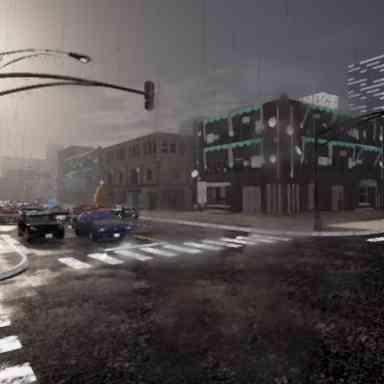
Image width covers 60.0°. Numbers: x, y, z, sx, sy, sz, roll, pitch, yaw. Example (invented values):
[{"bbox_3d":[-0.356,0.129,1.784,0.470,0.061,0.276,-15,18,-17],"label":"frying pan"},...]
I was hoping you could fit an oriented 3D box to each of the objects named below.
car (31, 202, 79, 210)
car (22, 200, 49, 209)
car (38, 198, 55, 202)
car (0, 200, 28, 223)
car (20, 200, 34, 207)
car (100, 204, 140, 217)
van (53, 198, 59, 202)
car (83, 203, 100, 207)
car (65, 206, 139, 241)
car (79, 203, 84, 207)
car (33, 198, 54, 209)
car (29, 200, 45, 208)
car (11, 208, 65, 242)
[{"bbox_3d":[-11.126,1.806,26.809,2.128,1.511,4.902,-1,0,-35],"label":"car"},{"bbox_3d":[-17.130,1.923,35.272,2.128,1.511,4.902,-1,0,-35],"label":"car"},{"bbox_3d":[-21.385,2.018,46.765,2.128,1.511,4.902,-1,0,-35],"label":"car"},{"bbox_3d":[-16.253,1.843,29.533,1.967,1.590,4.097,-2,0,-35],"label":"car"},{"bbox_3d":[-35.072,2.350,70.484,1.947,1.339,4.313,-2,0,-35],"label":"car"},{"bbox_3d":[-6.214,1.797,29.878,2.008,1.369,4.403,-2,0,-35],"label":"car"},{"bbox_3d":[-22.251,1.893,52.436,1.690,1.788,3.998,-2,0,-35],"label":"van"},{"bbox_3d":[-9.420,1.891,34.390,1.802,1.307,4.206,-2,0,-35],"label":"car"},{"bbox_3d":[-5.142,1.744,18.349,2.033,1.411,5.357,-1,0,-34],"label":"car"},{"bbox_3d":[-12.625,1.953,38.901,1.802,1.307,4.206,-2,0,-35],"label":"car"},{"bbox_3d":[-25.459,1.926,56.948,2.192,1.841,5.009,-2,0,-35],"label":"car"},{"bbox_3d":[-28.659,2.214,61.460,1.887,1.381,4.507,-2,0,-35],"label":"car"},{"bbox_3d":[-8.310,1.812,18.152,1.947,1.339,4.313,-2,0,-35],"label":"car"}]
